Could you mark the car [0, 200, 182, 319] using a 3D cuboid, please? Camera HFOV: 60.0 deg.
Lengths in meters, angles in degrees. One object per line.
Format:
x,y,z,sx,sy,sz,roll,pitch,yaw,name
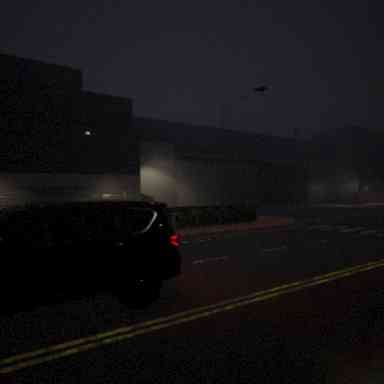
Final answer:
-2.825,1.210,6.268,5.566,2.045,2.150,-1,0,-35,car
